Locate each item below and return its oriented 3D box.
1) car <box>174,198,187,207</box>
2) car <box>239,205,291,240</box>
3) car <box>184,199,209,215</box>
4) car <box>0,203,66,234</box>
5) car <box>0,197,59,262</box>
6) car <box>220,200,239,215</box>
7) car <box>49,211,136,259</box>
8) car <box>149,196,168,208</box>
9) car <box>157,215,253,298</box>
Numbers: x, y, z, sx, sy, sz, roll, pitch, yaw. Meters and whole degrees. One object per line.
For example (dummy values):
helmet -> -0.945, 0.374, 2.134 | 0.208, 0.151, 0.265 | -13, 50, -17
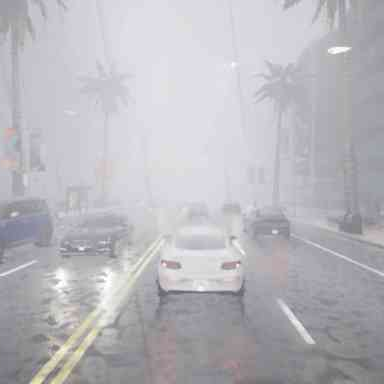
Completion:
car -> -1.577, 1.719, 53.690 | 1.812, 1.442, 4.674 | 0, 0, 13
car -> 3.876, 1.600, 17.793 | 1.837, 1.490, 4.892 | 0, 0, 1
car -> 0.588, 1.667, 30.292 | 2.033, 1.411, 5.357 | 0, 0, 1
car -> -9.771, 1.490, 20.255 | 2.231, 1.521, 4.892 | 0, 0, 1
car -> -6.926, 1.219, 11.800 | 2.150, 2.045, 5.566 | 0, 0, 1
car -> 4.197, 1.647, 36.616 | 1.882, 1.535, 5.008 | 0, 0, 1
car -> -3.410, 1.530, 12.821 | 1.837, 1.490, 4.892 | 0, 0, 1
car -> -5.256, 1.518, 52.840 | 2.097, 1.767, 4.553 | 0, 0, 11
car -> 0.203, 1.560, 8.534 | 1.812, 1.442, 4.674 | 0, 0, 1
